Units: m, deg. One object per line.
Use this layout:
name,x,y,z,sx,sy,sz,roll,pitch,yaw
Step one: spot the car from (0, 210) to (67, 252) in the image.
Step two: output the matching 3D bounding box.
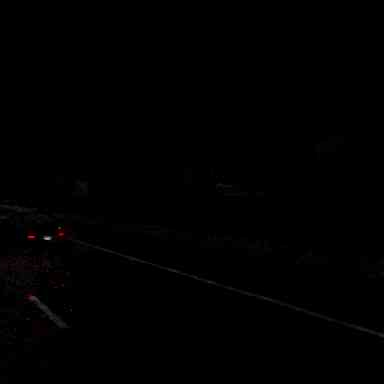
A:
car,-6.639,1.462,13.693,1.812,1.442,4.674,-1,1,-39
